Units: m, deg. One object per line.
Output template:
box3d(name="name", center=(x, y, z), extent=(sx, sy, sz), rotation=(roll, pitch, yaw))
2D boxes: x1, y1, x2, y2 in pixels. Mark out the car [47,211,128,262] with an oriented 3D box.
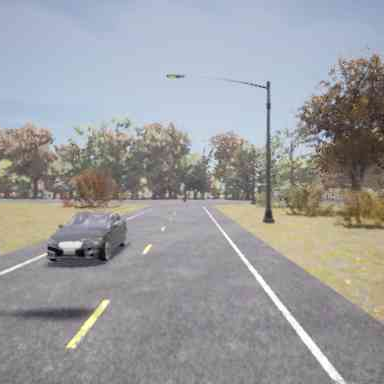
box3d(name="car", center=(-3.605, 1.485, 12.236), extent=(2.128, 1.511, 4.902), rotation=(0, 0, 0))
